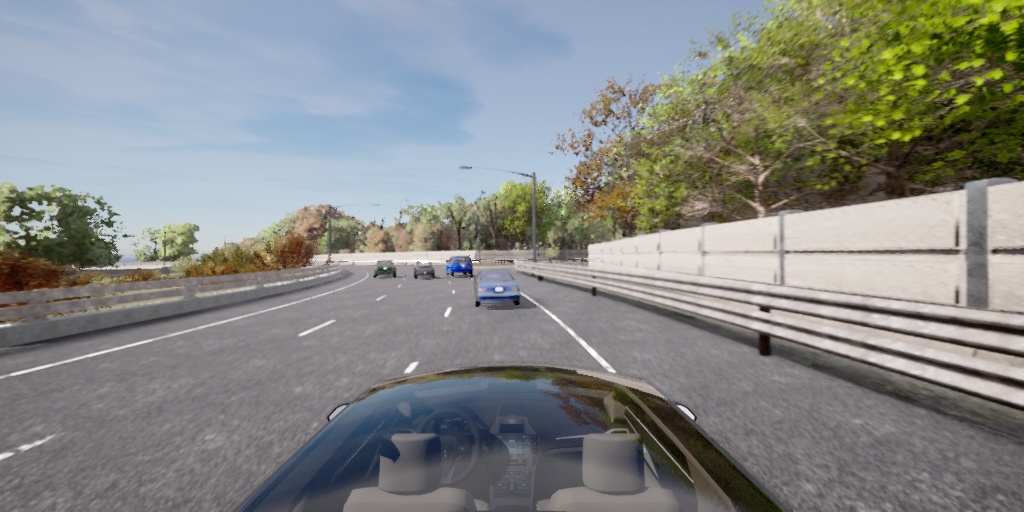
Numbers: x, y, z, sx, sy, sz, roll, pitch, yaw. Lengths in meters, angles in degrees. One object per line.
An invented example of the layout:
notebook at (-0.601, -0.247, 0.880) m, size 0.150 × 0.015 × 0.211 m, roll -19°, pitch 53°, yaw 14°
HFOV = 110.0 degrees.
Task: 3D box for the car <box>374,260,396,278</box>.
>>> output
car at (-12.921, 1.215, 36.567) m, size 2.097 × 1.767 × 4.553 m, roll -1°, pitch 0°, yaw -19°

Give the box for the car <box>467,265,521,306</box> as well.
car at (-0.809, 1.292, 15.864) m, size 2.033 × 1.411 × 5.357 m, roll -1°, pitch 0°, yaw -8°

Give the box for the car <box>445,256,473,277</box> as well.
car at (-5.316, 0.999, 35.897) m, size 2.150 × 2.045 × 5.566 m, roll -1°, pitch 0°, yaw -17°

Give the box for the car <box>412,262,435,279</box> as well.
car at (-8.474, 1.306, 34.314) m, size 2.128 × 1.511 × 4.902 m, roll -1°, pitch 0°, yaw -17°
